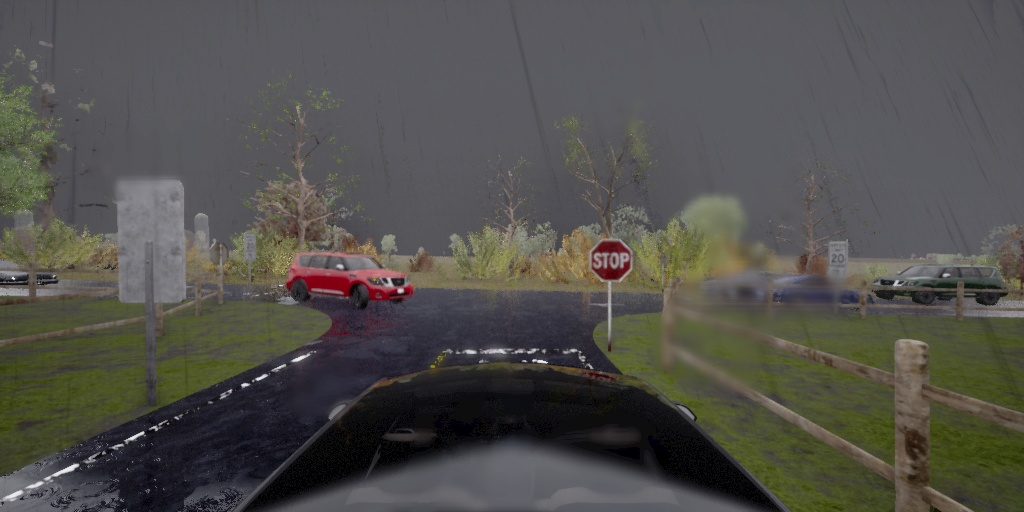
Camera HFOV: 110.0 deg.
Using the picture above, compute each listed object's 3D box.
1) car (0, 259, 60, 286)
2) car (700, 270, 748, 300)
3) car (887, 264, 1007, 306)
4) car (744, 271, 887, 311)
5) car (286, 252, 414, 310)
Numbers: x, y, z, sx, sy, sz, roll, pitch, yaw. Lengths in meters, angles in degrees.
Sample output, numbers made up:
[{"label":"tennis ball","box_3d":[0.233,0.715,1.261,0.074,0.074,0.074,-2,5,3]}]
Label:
[{"label":"car","box_3d":[-24.251,0.815,16.326,5.357,1.411,2.033,1,1,0]},{"label":"car","box_3d":[12.800,1.520,19.235,4.902,1.511,2.128,1,1,0]},{"label":"car","box_3d":[22.753,1.460,19.223,5.566,2.045,2.150,1,1,0]},{"label":"car","box_3d":[13.651,1.609,16.329,4.674,1.442,1.812,1,1,0]},{"label":"car","box_3d":[-6.688,0.896,14.697,5.566,2.045,2.150,1,0,25]}]
